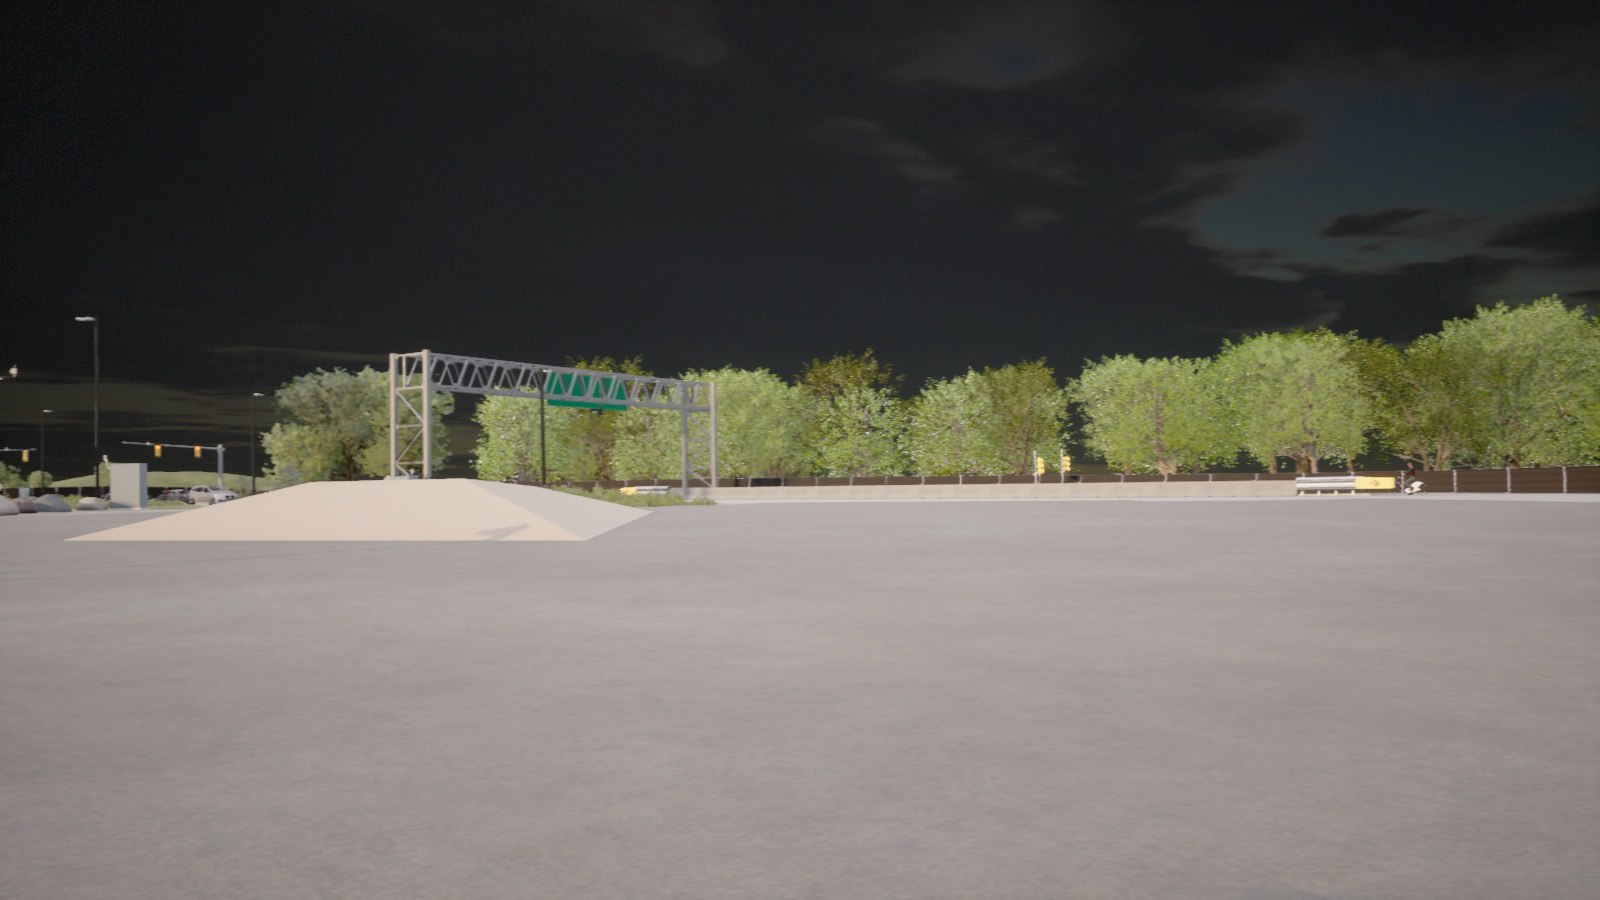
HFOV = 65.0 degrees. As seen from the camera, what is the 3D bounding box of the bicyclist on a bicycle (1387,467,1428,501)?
[{"bbox_3d":[31.974,1.769,66.115,1.843,1.776,0.659,-1,-2,36],"label":"bicyclist on a bicycle"}]
